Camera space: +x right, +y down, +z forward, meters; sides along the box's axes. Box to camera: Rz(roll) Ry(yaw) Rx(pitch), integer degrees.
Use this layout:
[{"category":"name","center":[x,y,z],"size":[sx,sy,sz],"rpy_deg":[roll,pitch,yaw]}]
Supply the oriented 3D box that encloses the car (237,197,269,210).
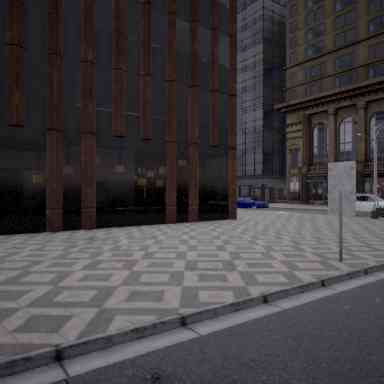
[{"category":"car","center":[7.092,1.388,40.276],"size":[1.882,1.535,5.008],"rpy_deg":[0,0,-35]}]

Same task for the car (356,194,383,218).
[{"category":"car","center":[15.159,1.169,28.938],"size":[2.150,2.045,5.566],"rpy_deg":[0,0,-35]}]
